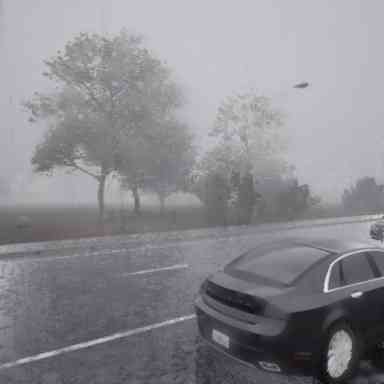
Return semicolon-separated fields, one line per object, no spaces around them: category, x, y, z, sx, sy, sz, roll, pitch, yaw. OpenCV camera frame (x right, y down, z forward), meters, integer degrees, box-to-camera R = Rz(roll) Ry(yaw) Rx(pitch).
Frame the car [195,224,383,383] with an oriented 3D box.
car;2.318;1.506;5.399;4.892;1.490;1.837;0;0;-35

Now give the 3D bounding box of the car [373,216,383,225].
car;10.205;1.529;15.568;4.674;1.442;1.812;0;0;-35
